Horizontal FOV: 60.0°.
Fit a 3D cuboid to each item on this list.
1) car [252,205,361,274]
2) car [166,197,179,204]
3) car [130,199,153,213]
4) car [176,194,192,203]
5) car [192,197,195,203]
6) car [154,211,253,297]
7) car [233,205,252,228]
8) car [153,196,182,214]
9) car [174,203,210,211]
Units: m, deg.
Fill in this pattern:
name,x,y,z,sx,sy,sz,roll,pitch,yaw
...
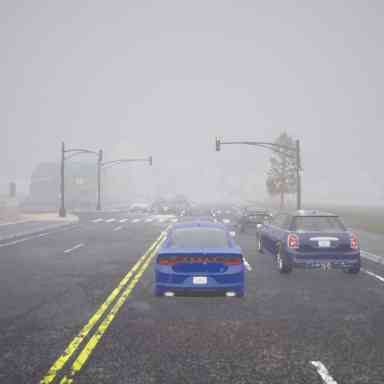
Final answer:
name,x,y,z,sx,sy,sz,roll,pitch,yaw
car,3.448,1.358,10.721,2.097,1.767,4.553,0,0,1
car,-3.913,1.679,67.798,2.033,1.411,5.357,0,0,5
car,-5.748,1.578,37.984,1.812,1.442,4.674,0,0,2
car,-1.678,1.310,53.794,2.150,2.045,5.566,0,0,4
car,-0.541,1.733,69.196,1.895,1.301,4.718,0,0,4
car,0.167,1.483,8.628,1.882,1.535,5.008,0,0,0
car,3.613,1.520,19.873,1.837,1.490,4.892,0,0,1
car,-2.567,1.538,36.168,2.128,1.511,4.902,0,0,2
car,0.322,1.563,18.441,2.033,1.411,5.357,0,0,1
